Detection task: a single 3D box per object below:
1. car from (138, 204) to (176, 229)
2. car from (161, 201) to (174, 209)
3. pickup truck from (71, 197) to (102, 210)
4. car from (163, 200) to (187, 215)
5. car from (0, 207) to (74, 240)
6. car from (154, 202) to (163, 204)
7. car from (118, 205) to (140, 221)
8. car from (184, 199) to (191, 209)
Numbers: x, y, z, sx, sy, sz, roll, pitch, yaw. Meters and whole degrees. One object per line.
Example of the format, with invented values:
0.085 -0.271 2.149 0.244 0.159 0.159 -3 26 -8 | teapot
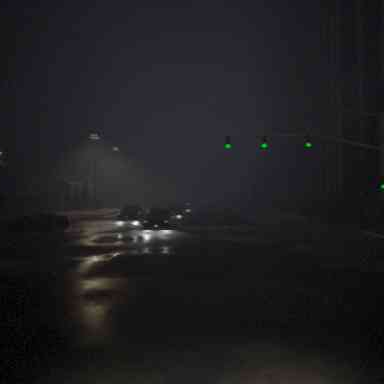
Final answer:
-2.476 1.891 24.637 2.033 1.411 5.357 0 -1 -2 | car
-4.642 2.444 64.421 1.994 1.385 4.181 -1 -1 2 | car
-18.092 1.953 56.243 2.390 2.098 6.274 -1 -1 33 | pickup truck
-2.112 2.111 41.824 2.033 1.411 5.357 -1 -1 2 | car
-9.689 1.836 19.557 4.902 1.511 2.128 0 0 -42 | car
-5.153 2.258 51.103 2.033 1.411 5.357 -1 -1 2 | car
-5.960 2.008 32.941 1.812 1.442 4.674 -1 -1 2 | car
-1.399 2.129 58.858 2.097 1.767 4.553 -1 -1 3 | car
